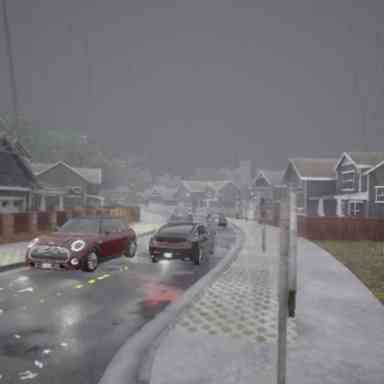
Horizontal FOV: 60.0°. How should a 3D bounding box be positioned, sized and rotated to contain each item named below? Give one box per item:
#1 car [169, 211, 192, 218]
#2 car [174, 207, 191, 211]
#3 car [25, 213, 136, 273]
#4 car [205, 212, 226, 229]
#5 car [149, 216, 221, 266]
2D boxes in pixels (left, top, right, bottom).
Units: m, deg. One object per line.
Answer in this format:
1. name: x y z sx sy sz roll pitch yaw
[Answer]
1. car: -1.015 2.452 26.425 1.895 1.301 4.718 1 -2 5
2. car: -1.347 2.837 45.919 2.097 1.767 4.553 2 -2 -9
3. car: -3.740 1.669 12.009 2.097 1.767 4.553 1 -2 14
4. car: 2.229 2.637 31.426 2.033 1.411 5.357 1 -2 1
5. car: -0.237 1.983 13.640 1.837 1.490 4.892 1 -2 14
